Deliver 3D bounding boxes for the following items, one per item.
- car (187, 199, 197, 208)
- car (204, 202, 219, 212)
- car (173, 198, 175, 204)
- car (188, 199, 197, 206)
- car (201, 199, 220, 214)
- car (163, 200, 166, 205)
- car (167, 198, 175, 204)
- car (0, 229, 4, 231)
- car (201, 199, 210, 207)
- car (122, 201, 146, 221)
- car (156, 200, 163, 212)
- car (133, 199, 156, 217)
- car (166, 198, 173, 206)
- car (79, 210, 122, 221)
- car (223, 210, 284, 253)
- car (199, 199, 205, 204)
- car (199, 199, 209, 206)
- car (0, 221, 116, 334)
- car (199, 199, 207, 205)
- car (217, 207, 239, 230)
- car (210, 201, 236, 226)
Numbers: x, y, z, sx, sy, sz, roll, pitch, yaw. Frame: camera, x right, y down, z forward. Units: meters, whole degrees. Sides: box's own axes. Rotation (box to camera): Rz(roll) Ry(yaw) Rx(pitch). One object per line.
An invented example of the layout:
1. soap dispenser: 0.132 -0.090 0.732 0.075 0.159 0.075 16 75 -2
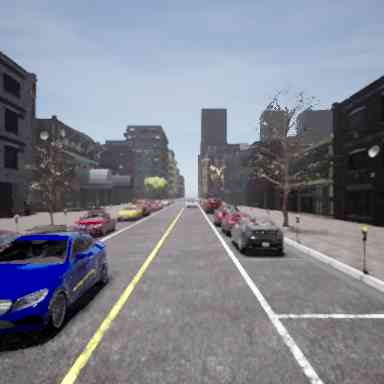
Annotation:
1. car: 0.007 2.260 60.814 1.895 1.301 4.718 0 -1 0
2. car: 2.702 2.080 47.547 1.947 1.339 4.313 1 -1 0
3. car: -5.798 2.450 82.390 2.008 1.369 4.403 1 -1 0
4. car: 0.007 2.179 70.788 1.837 1.490 4.892 0 -1 0
5. car: 2.704 1.768 42.017 2.192 1.841 5.009 1 -1 0
6. car: -5.676 2.014 53.083 1.967 1.590 4.097 1 -1 0
7. car: -5.802 2.462 93.209 1.967 1.590 4.097 1 -1 0
8. car: -5.682 1.677 8.819 1.802 1.307 4.206 1 -1 0
9. car: 2.765 2.282 69.542 1.752 1.417 4.829 0 -1 0
10. car: -5.679 1.855 30.781 1.752 1.417 4.829 1 -1 0
11. car: -5.678 2.095 47.549 1.802 1.307 4.206 1 -1 0
12. car: -5.677 1.707 36.487 2.192 1.841 5.009 1 -1 0
13. car: -5.745 2.299 71.155 1.752 1.417 4.829 1 -1 0
14. car: -5.681 1.795 19.886 1.802 1.307 4.206 1 -1 0
15. car: 2.699 1.706 14.350 2.008 1.369 4.403 1 -1 0
16. car: 2.837 2.618 94.307 1.802 1.307 4.206 0 -1 0
17. car: 2.806 2.399 77.762 2.008 1.369 4.403 0 -1 0
18. car: -3.086 1.603 7.076 1.812 1.442 4.674 0 0 0
19. car: 2.836 2.499 85.307 1.947 1.339 4.313 0 -1 0
20. car: 2.699 1.796 19.883 1.802 1.307 4.206 1 -1 0
21. car: 2.701 1.713 25.418 1.967 1.590 4.097 1 -1 0
